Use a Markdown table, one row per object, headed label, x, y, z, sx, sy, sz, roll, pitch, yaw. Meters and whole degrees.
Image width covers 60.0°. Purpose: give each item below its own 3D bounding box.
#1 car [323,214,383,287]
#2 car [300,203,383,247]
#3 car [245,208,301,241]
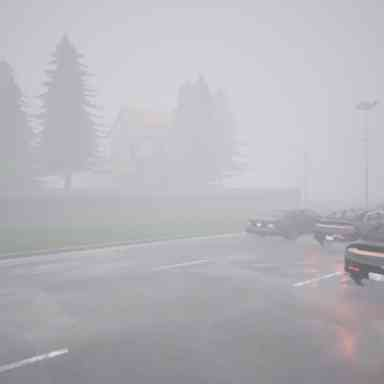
| label | x | y | z | sx | sy | sz | roll | pitch | yaw |
| --- | --- | --- | --- | --- | --- | --- | --- | --- | --- |
| car | 5.558 | 1.419 | 7.905 | 4.902 | 1.511 | 2.128 | -1 | 0 | -36 |
| car | 6.804 | 1.393 | 13.157 | 4.902 | 1.511 | 2.128 | -1 | 0 | -36 |
| car | 4.956 | 1.462 | 16.112 | 5.357 | 1.411 | 2.033 | -1 | 0 | -37 |
